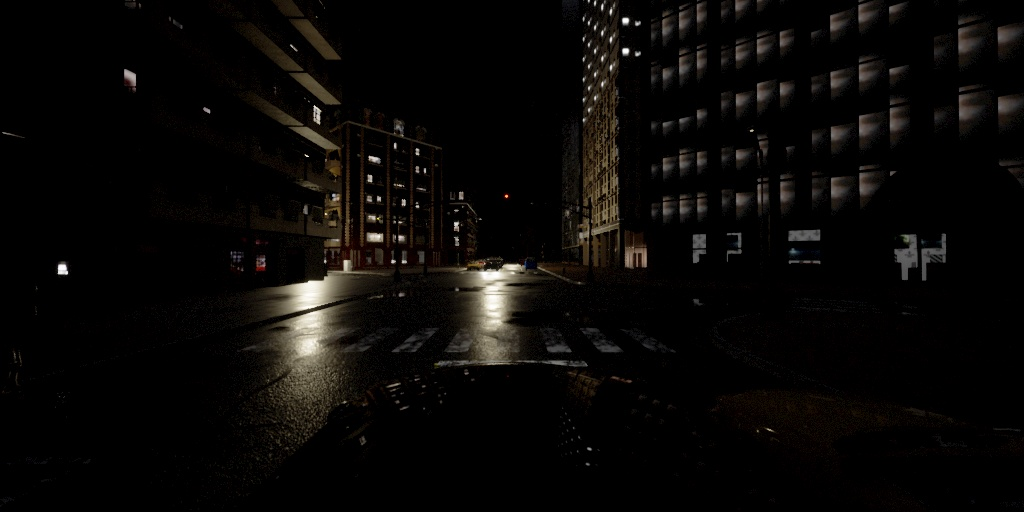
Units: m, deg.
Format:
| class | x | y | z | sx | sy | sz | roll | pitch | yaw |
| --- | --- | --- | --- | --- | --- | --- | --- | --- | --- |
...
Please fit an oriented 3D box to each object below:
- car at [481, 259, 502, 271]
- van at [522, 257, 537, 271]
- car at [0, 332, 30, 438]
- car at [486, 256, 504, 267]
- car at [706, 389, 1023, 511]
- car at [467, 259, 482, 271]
| class | x | y | z | sx | sy | sz | roll | pitch | yaw |
| --- | --- | --- | --- | --- | --- | --- | --- | --- | --- |
| car | -2.800 | 1.394 | 49.229 | 1.895 | 1.301 | 4.718 | 0 | 0 | 0 |
| van | 2.614 | 1.136 | 50.067 | 1.690 | 1.789 | 3.998 | 0 | 0 | 0 |
| car | -5.318 | 1.065 | 1.076 | 2.192 | 1.841 | 5.009 | 0 | 0 | 0 |
| car | -2.779 | 1.036 | 59.153 | 2.150 | 2.045 | 5.566 | 0 | 0 | 0 |
| car | 2.563 | 1.275 | 1.244 | 1.751 | 1.417 | 4.829 | 0 | 0 | 0 |
| car | -5.267 | 1.320 | 49.906 | 1.751 | 1.417 | 4.829 | 0 | 0 | 0 |
